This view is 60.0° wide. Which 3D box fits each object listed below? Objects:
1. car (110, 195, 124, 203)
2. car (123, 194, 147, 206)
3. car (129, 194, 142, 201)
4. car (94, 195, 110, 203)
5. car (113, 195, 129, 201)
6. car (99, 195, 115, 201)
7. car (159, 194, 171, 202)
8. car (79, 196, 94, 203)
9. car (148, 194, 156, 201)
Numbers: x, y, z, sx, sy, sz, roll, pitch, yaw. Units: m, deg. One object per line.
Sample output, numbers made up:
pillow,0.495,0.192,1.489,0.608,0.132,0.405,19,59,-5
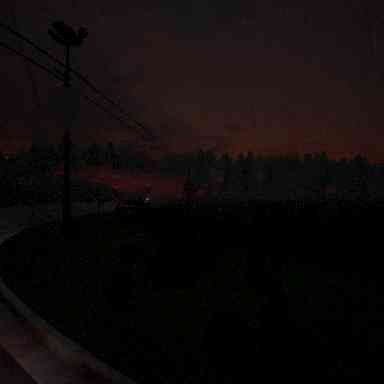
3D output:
car,-14.581,1.319,68.617,2.097,1.767,4.553,0,0,8
car,-9.268,1.510,54.735,1.812,1.442,4.674,0,0,8
car,-13.275,1.310,78.424,1.837,1.490,4.892,0,0,8
car,-18.065,1.524,68.971,1.994,1.385,4.181,0,0,8
car,-16.744,1.349,78.886,2.033,1.411,5.357,0,0,8
car,-20.213,1.348,79.349,2.033,1.411,5.357,0,0,8
car,-6.319,1.335,77.629,2.097,1.767,4.553,0,0,8
car,-21.589,1.495,69.020,2.128,1.511,4.902,0,0,8
car,-9.805,1.311,77.962,1.837,1.490,4.892,0,0,8
